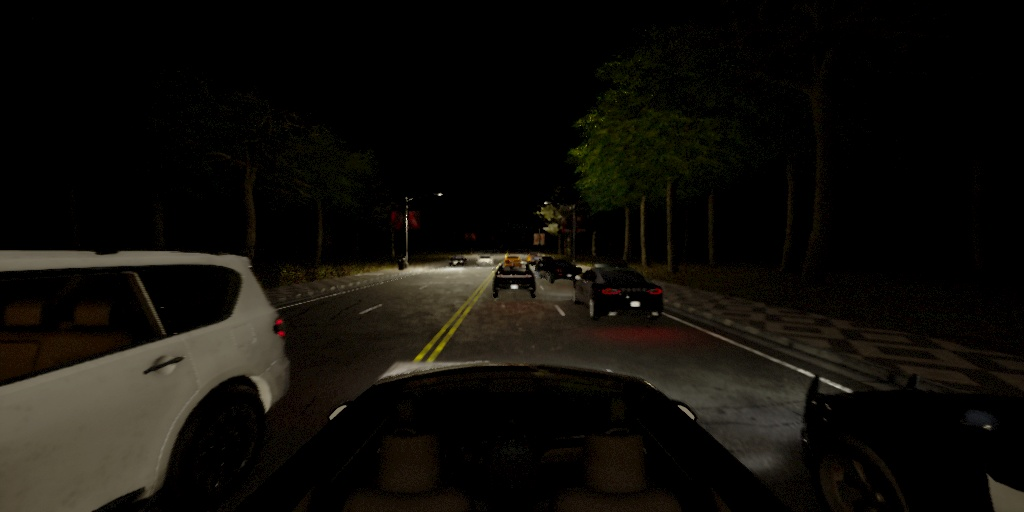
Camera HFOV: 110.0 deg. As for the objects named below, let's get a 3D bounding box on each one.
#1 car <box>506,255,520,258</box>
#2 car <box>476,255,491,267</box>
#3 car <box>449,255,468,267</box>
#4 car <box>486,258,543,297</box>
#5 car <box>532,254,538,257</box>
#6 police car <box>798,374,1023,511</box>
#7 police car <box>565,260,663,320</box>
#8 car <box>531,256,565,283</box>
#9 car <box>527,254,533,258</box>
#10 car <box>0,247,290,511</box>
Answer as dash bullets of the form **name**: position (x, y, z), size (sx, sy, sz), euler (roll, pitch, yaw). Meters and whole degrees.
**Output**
- **car**: position (0.087, 0.648, 38.821), size (1.882, 1.535, 5.008), euler (0, 1, 0)
- **car**: position (-3.335, 0.592, 45.027), size (1.812, 1.442, 4.674), euler (0, 1, 0)
- **car**: position (-6.586, 0.572, 44.273), size (2.128, 1.511, 4.902), euler (0, 1, 0)
- **car**: position (0.095, 1.013, 17.139), size (2.128, 1.511, 4.902), euler (0, 1, 0)
- **car**: position (3.239, 0.756, 33.916), size (1.837, 1.490, 4.892), euler (0, 1, 0)
- **police car**: position (3.249, 1.267, 0.921), size (2.038, 1.542, 4.974), euler (0, 1, 0)
- **police car**: position (3.246, 1.024, 12.028), size (1.930, 1.638, 5.238), euler (0, 1, 0)
- **car**: position (2.908, 0.947, 23.558), size (1.812, 1.442, 4.674), euler (0, 1, -12)
- **car**: position (3.236, 0.633, 44.915), size (1.994, 1.385, 4.181), euler (0, 1, 0)
- **car**: position (-3.351, 0.976, 1.379), size (2.150, 2.045, 5.566), euler (0, 1, 0)
